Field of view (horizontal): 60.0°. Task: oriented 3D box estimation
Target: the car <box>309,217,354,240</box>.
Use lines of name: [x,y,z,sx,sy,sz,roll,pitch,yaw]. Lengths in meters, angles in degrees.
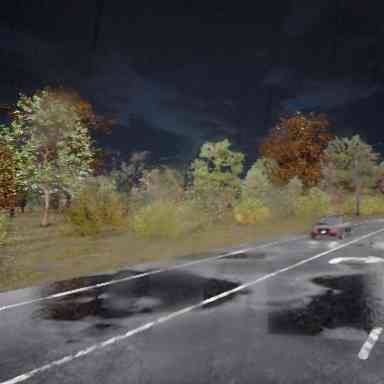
car: [9.428,2.357,22.382,1.994,1.385,4.181,-3,-3,38]
